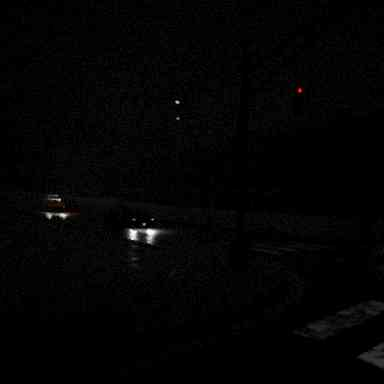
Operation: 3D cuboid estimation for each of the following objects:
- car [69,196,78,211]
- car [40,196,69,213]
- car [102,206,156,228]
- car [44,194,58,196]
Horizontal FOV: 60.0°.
[{"bbox_3d":[-17.148,1.808,45.870,2.128,1.511,4.902,3,-1,-35],"label":"car"},{"bbox_3d":[-17.032,1.688,40.799,1.882,1.535,5.008,3,-2,-35],"label":"car"},{"bbox_3d":[-4.597,1.697,23.463,2.033,1.411,5.357,3,-2,-36],"label":"car"},{"bbox_3d":[-23.032,1.418,53.993,2.150,2.045,5.566,3,-1,-36],"label":"car"}]
